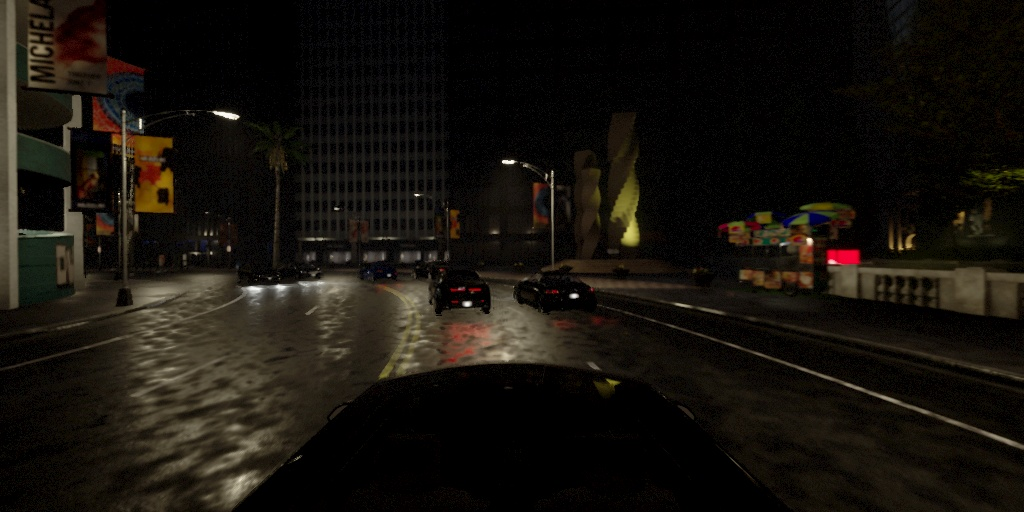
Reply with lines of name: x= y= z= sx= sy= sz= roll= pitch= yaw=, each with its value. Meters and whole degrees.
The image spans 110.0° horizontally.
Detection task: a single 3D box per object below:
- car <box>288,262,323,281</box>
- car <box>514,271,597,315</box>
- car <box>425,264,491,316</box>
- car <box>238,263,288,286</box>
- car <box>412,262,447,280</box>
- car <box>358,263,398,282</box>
car: x=-17.706 y=1.255 z=30.024 sx=4.902 sy=1.511 sz=2.128 roll=0 pitch=0 yaw=38
car: x=1.479 y=1.265 z=13.567 sx=1.994 sy=1.385 sz=4.181 roll=0 pitch=0 yaw=-16
car: x=-2.074 y=1.228 z=13.463 sx=1.837 sy=1.490 sz=4.892 roll=0 pitch=0 yaw=-16
car: x=-18.367 y=1.286 z=26.068 sx=4.892 sy=1.490 sz=1.837 roll=0 pitch=0 yaw=41
car: x=-6.355 y=1.203 z=28.685 sx=1.837 sy=1.490 sz=4.892 roll=0 pitch=0 yaw=-38
car: x=-10.636 y=1.251 z=28.396 sx=1.812 sy=1.442 sz=4.674 roll=0 pitch=0 yaw=-41
